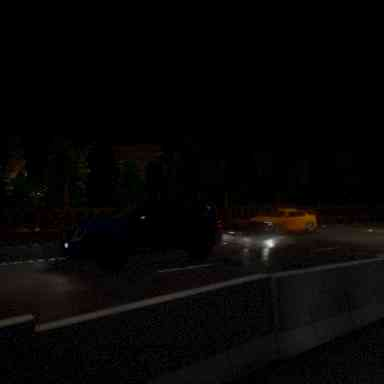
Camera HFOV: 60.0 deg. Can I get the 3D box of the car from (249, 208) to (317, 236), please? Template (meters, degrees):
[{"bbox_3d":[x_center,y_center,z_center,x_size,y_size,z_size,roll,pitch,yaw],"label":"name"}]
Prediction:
[{"bbox_3d":[5.793,1.806,21.013,5.008,1.535,1.882,2,-1,-35],"label":"car"}]

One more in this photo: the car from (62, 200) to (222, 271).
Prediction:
[{"bbox_3d":[-1.484,1.296,11.531,5.566,2.045,2.150,1,-1,-35],"label":"car"}]
